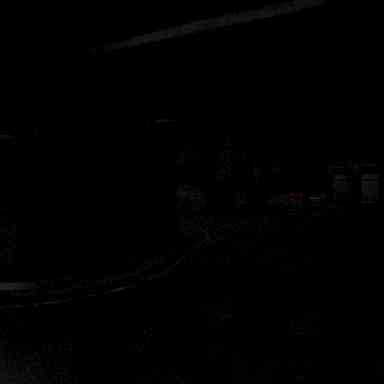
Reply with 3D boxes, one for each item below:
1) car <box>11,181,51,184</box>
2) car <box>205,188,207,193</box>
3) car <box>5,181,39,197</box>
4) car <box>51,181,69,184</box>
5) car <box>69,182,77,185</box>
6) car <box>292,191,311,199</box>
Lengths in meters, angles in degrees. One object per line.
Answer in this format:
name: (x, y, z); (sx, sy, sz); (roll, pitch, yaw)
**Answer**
car: (-17.151, -0.170, 35.197); (3.866, 1.878, 1.905); (2, 2, 35)
car: (5.004, -0.341, 65.561); (5.027, 1.636, 2.152); (2, 2, 35)
car: (-21.675, -0.453, 42.420); (4.605, 1.855, 1.932); (2, 2, 35)
car: (-26.661, -1.247, 65.454); (3.866, 1.878, 1.905); (2, 2, 35)
car: (-25.320, -1.274, 68.064); (4.605, 1.855, 1.932); (2, 2, 35)
car: (18.486, 0.487, 56.011); (1.895, 1.301, 4.718); (2, 2, 36)
